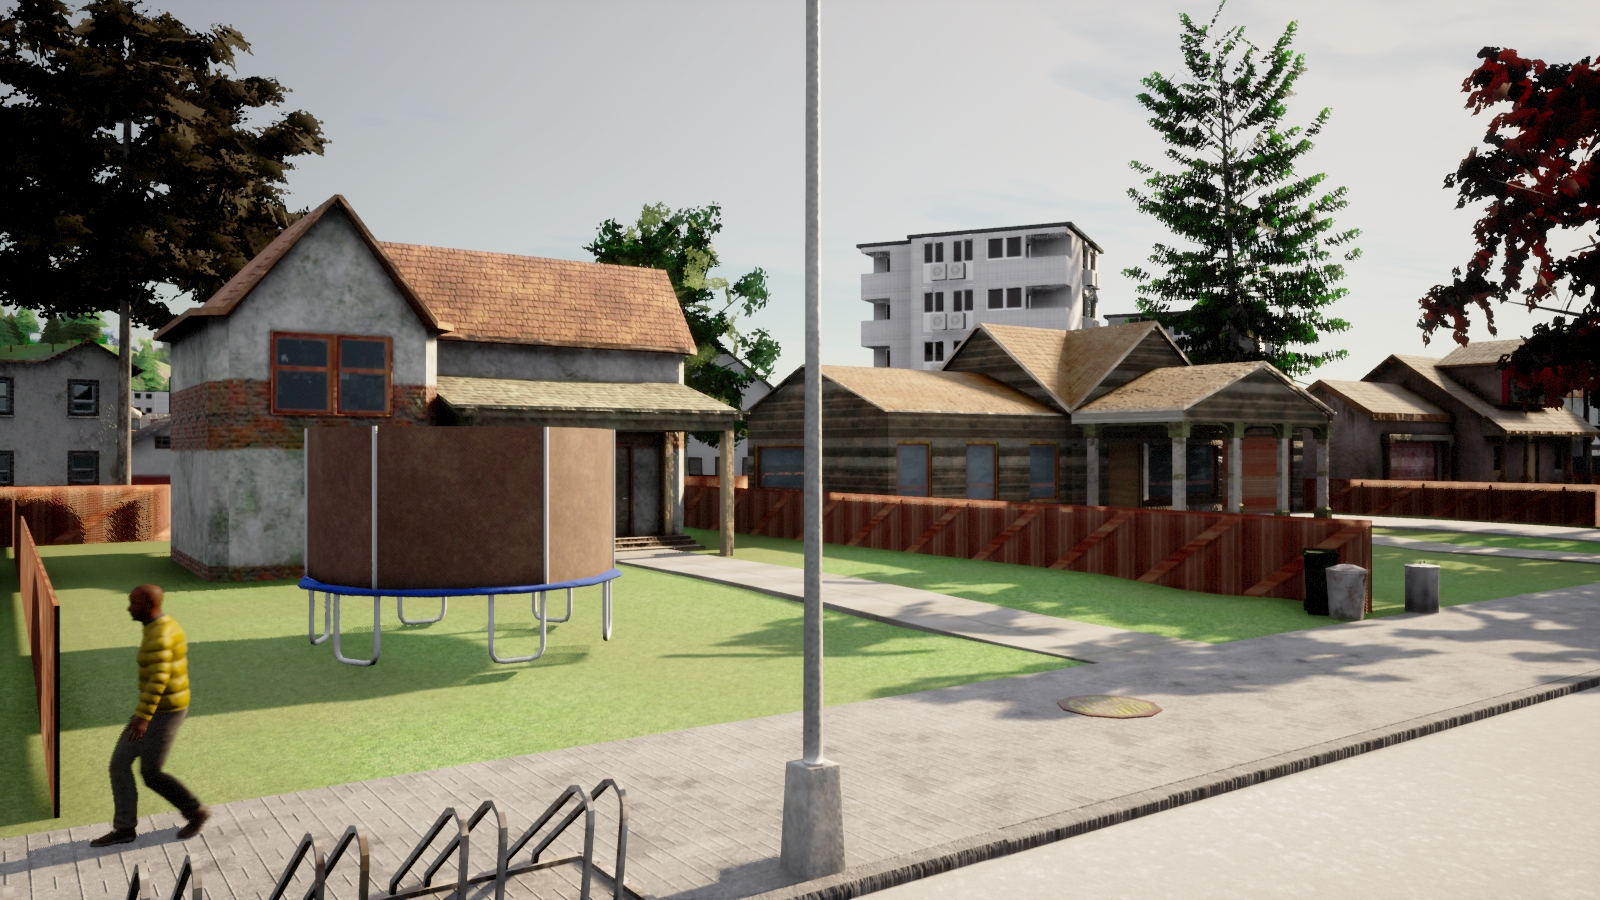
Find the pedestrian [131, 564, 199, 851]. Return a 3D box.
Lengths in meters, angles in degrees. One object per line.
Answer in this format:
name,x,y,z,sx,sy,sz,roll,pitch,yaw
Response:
pedestrian,-4.386,1.744,7.885,0.375,1.860,0.375,0,0,-35
